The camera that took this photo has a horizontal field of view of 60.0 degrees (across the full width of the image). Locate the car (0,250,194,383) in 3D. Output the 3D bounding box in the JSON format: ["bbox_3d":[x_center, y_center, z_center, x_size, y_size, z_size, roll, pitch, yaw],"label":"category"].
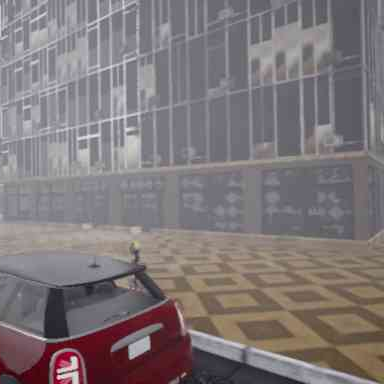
[{"bbox_3d":[-2.064,1.478,4.201,4.097,1.590,1.967,-1,-1,35],"label":"car"}]
